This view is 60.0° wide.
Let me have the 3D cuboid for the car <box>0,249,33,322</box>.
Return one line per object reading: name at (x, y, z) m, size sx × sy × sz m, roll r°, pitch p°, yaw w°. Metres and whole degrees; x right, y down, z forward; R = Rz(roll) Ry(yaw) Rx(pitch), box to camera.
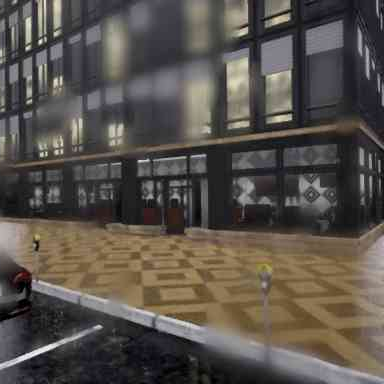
car at (-4.687, 1.567, 6.190) m, size 4.313 × 1.339 × 1.947 m, roll 0°, pitch -1°, yaw 36°
